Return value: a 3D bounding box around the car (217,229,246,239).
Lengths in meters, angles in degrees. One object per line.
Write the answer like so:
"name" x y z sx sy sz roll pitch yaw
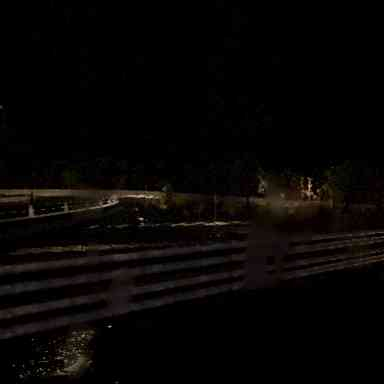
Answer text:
"car" 8.709 9.206 69.546 5.566 2.045 2.150 0 0 -17

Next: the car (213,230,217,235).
"car" 7.656 9.501 72.884 4.674 1.442 1.812 0 0 -17
